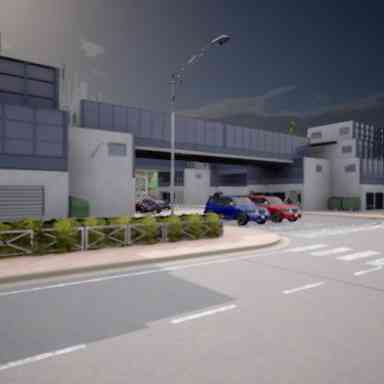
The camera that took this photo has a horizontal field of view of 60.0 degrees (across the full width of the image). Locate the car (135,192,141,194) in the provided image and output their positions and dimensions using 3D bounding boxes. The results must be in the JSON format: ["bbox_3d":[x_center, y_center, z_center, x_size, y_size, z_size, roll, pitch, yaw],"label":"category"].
[{"bbox_3d":[-12.318,1.354,64.078,2.150,2.045,5.566,0,0,-36],"label":"car"}]

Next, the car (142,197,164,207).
[{"bbox_3d":[-6.653,1.658,56.349,1.812,1.442,4.674,0,0,-35],"label":"car"}]

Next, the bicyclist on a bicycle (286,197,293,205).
[{"bbox_3d":[11.358,1.455,38.887,1.656,1.620,0.582,0,0,-36],"label":"bicyclist on a bicycle"}]

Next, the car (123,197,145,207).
[{"bbox_3d":[-9.502,1.642,54.319,1.812,1.442,4.674,0,0,-35],"label":"car"}]

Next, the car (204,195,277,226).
[{"bbox_3d":[3.190,1.298,24.595,2.150,2.045,5.566,0,0,-35],"label":"car"}]

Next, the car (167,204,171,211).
[{"bbox_3d":[-4.428,1.645,41.099,2.033,1.411,5.357,0,0,-36],"label":"car"}]

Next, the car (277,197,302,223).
[{"bbox_3d":[6.035,1.314,26.678,2.150,2.045,5.566,0,0,-36],"label":"car"}]

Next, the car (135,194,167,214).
[{"bbox_3d":[-5.063,1.434,36.014,2.097,1.767,4.553,0,0,-36],"label":"car"}]
